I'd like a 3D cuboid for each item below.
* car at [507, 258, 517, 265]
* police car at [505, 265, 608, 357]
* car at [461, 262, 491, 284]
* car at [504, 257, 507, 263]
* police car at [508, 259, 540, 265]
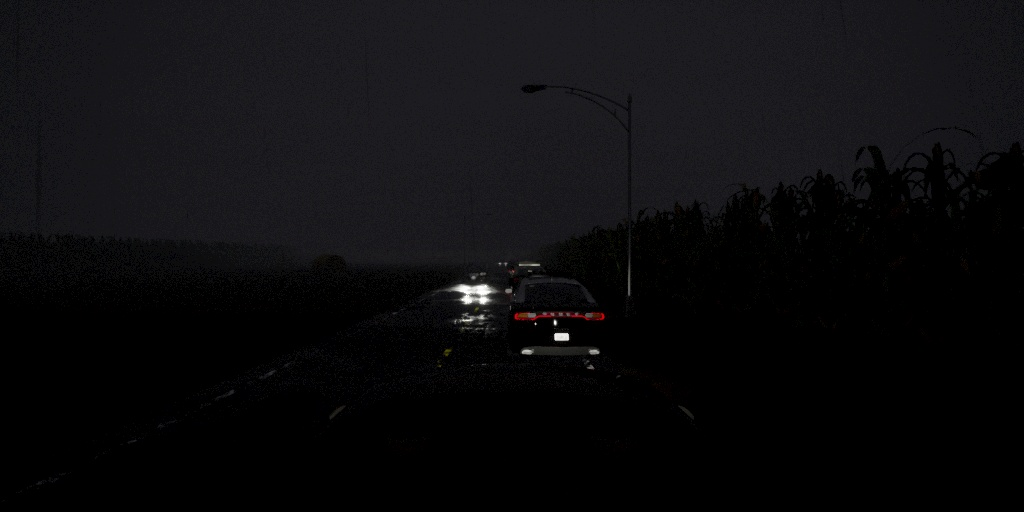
[{"bbox_3d":[0.930,1.084,24.560,2.097,1.767,4.553,0,0,0],"label":"car"},{"bbox_3d":[0.859,1.173,8.701,1.930,1.638,5.238,0,0,0],"label":"police car"},{"bbox_3d":[-2.633,1.221,27.062,2.128,1.511,4.902,0,0,0],"label":"car"},{"bbox_3d":[0.283,1.179,51.214,2.128,1.511,4.902,0,0,1],"label":"car"},{"bbox_3d":[0.904,1.165,18.701,1.930,1.638,5.238,0,0,0],"label":"police car"}]
